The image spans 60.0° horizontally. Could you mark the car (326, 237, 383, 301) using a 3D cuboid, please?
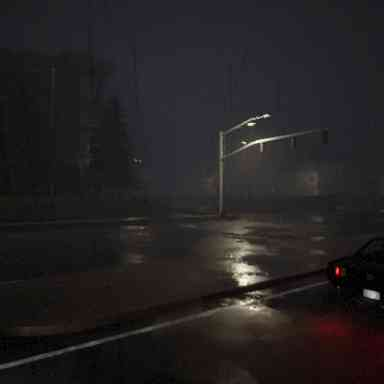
[{"bbox_3d":[5.213,1.678,7.620,4.718,1.301,1.895,1,0,-36],"label":"car"}]
